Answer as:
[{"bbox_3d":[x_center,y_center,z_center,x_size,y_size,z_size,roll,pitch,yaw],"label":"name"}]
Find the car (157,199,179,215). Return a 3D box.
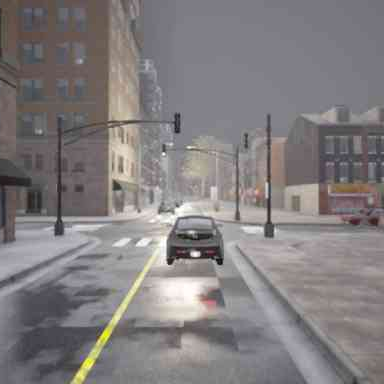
[{"bbox_3d":[-2.851,1.755,37.825,1.837,1.490,4.892,0,0,0],"label":"car"}]

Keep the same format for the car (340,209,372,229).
[{"bbox_3d":[12.908,1.846,22.879,4.718,1.301,1.895,0,-1,4],"label":"car"}]

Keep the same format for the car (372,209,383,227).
[{"bbox_3d":[13.886,1.739,20.020,4.829,1.417,1.752,0,-1,0],"label":"car"}]

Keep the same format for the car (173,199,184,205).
[{"bbox_3d":[-2.762,2.047,68.792,1.895,1.301,4.718,0,0,0],"label":"car"}]

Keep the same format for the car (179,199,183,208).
[{"bbox_3d":[-2.825,1.955,53.896,1.895,1.301,4.718,0,0,0],"label":"car"}]

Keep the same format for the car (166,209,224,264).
[{"bbox_3d":[0.100,1.593,12.178,1.837,1.490,4.892,0,0,0],"label":"car"}]
